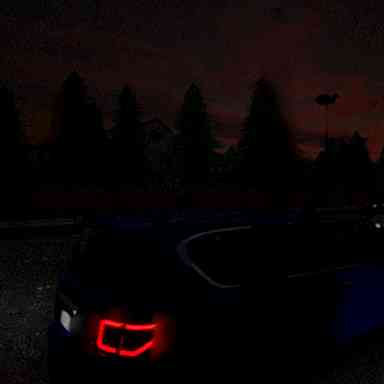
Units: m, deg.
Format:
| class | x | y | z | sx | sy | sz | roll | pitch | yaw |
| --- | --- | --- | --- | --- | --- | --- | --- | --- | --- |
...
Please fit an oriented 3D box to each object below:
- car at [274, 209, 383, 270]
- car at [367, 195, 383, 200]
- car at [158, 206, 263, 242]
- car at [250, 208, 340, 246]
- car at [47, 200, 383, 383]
| class | x | y | z | sx | sy | sz | roll | pitch | yaw |
| --- | --- | --- | --- | --- | --- | --- | --- | --- | --- |
| car | 5.341 | 1.490 | 11.861 | 5.008 | 1.535 | 1.882 | 0 | 0 | -35 |
| car | 17.244 | 1.256 | 28.955 | 5.566 | 2.045 | 2.150 | 0 | 0 | -36 |
| car | 1.082 | 1.560 | 17.419 | 5.357 | 1.411 | 2.033 | 0 | 0 | -36 |
| car | 5.008 | 1.579 | 15.923 | 4.181 | 1.385 | 1.994 | 0 | 0 | -35 |
| car | 1.061 | 1.226 | 4.513 | 5.566 | 2.045 | 2.150 | 0 | 0 | -35 |
